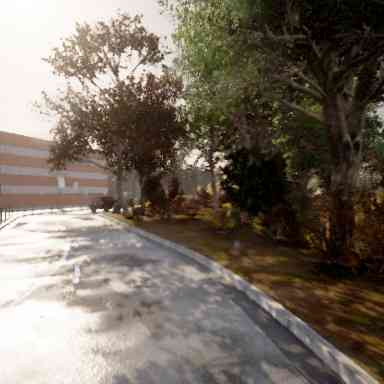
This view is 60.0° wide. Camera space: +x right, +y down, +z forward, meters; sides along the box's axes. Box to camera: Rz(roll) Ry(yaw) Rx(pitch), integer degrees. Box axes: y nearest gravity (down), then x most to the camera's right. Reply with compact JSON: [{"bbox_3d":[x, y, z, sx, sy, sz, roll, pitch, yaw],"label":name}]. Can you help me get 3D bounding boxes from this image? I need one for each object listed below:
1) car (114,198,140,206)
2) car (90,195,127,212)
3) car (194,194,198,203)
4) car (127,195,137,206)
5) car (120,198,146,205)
[{"bbox_3d":[-12.976,1.991,66.441,4.674,1.452,2.002,0,0,16],"label":"car"},{"bbox_3d":[-11.334,1.557,44.204,2.150,2.045,5.566,0,0,17],"label":"car"},{"bbox_3d":[-0.836,1.604,63.275,5.566,2.045,2.435,0,0,16],"label":"car"},{"bbox_3d":[-13.762,1.694,63.728,5.566,2.045,2.435,0,0,16],"label":"car"},{"bbox_3d":[-12.220,1.957,69.165,5.008,1.535,2.097,0,0,16],"label":"car"}]
